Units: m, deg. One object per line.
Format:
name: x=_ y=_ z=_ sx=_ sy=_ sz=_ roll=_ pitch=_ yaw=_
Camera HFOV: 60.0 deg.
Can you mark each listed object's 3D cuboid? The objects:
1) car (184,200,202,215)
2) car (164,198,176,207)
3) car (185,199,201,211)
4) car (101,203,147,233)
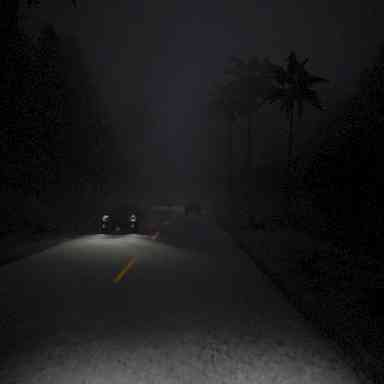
car: x=0.109 y=1.736 z=36.638 sx=2.128 sy=1.511 sz=4.902 roll=0 pitch=0 yaw=0
car: x=-3.978 y=1.880 z=60.235 sx=1.882 sy=1.535 sz=5.008 roll=0 pitch=0 yaw=1
car: x=0.124 y=1.809 z=47.472 sx=2.128 sy=1.511 sz=4.902 roll=0 pitch=0 yaw=0
car: x=-4.099 y=1.491 z=20.638 sx=2.097 sy=1.767 sz=4.553 roll=0 pitch=0 yaw=0
